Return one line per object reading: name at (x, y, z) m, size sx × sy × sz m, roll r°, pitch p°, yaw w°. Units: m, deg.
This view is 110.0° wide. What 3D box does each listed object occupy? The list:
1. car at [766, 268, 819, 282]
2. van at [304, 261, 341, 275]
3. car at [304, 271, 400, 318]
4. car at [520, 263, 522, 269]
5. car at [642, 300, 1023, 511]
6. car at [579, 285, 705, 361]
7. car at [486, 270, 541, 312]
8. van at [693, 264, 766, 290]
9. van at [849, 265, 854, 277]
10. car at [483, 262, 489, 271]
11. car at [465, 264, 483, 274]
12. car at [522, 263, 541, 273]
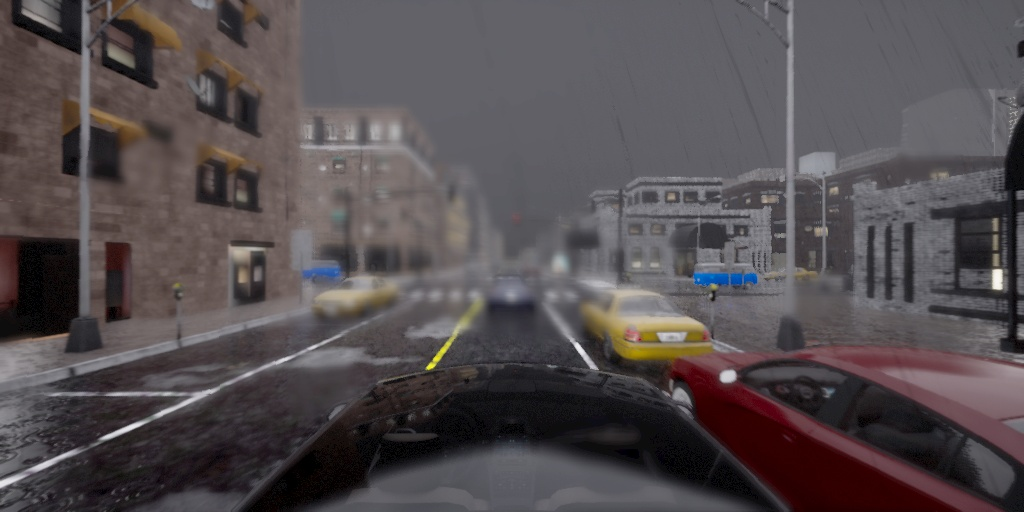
car at (25.482, 1.658, 33.084) m, size 4.829 × 1.417 × 1.751 m, roll 0°, pitch 0°, yaw 0°
van at (-17.768, 1.376, 32.760) m, size 3.998 × 1.789 × 1.690 m, roll 0°, pitch 0°, yaw 0°
car at (-5.692, 1.409, 13.685) m, size 1.751 × 1.417 × 4.829 m, roll 0°, pitch 0°, yaw 0°
car at (2.685, 1.973, 57.714) m, size 1.802 × 1.307 × 4.207 m, roll 0°, pitch 0°, yaw 0°
car at (2.690, 1.303, 2.459) m, size 1.888 × 1.381 × 4.507 m, roll 0°, pitch 0°, yaw 0°
car at (2.690, 1.346, 8.326) m, size 1.751 × 1.417 × 4.829 m, roll 0°, pitch 0°, yaw 0°
car at (-0.087, 1.463, 15.225) m, size 1.994 × 1.385 × 4.181 m, roll 0°, pitch -1°, yaw -2°
van at (14.654, 1.411, 24.622) m, size 3.998 × 1.789 × 1.690 m, roll 0°, pitch 0°, yaw 0°
van at (25.697, 1.441, 24.705) m, size 3.998 × 1.789 × 1.690 m, roll 0°, pitch 0°, yaw 0°
car at (-5.696, 2.010, 63.397) m, size 2.007 × 1.370 × 4.403 m, roll 0°, pitch 0°, yaw 0°
car at (-5.695, 1.872, 52.004) m, size 2.007 × 1.370 × 4.403 m, roll 0°, pitch 0°, yaw 0°
car at (2.686, 1.693, 46.321) m, size 1.967 × 1.591 × 4.097 m, roll 0°, pitch 0°, yaw 0°
